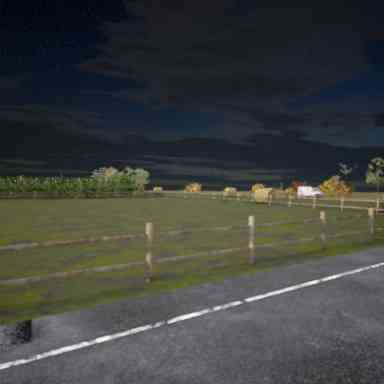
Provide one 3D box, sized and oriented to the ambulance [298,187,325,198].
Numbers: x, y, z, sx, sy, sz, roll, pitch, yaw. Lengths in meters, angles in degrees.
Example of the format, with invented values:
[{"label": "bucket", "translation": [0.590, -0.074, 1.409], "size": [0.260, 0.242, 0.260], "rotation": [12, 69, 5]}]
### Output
[{"label": "ambulance", "translation": [28.119, 0.041, 78.573], "size": [2.351, 2.431, 6.366], "rotation": [1, 0, -32]}]
